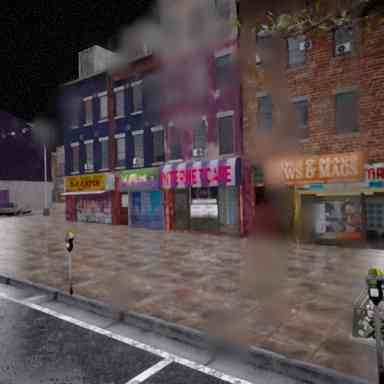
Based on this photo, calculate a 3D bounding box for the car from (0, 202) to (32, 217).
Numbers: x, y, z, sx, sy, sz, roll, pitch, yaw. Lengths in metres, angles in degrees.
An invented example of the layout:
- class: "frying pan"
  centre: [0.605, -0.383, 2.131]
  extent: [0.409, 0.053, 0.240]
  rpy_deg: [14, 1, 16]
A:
- class: "car"
  centre: [-17.570, 1.621, 30.227]
  extent: [2.033, 1.411, 5.357]
  rpy_deg: [-2, -1, 39]
